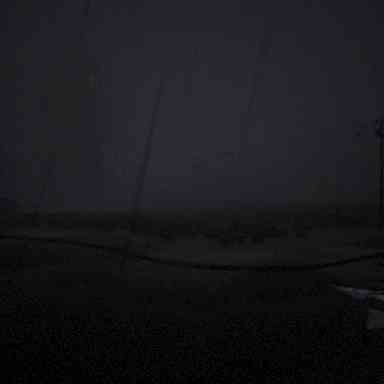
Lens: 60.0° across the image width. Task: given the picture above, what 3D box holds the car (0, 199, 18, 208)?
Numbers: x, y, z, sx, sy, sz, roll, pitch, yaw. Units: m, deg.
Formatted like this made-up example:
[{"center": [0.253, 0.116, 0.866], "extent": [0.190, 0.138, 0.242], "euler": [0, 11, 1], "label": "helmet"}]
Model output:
[{"center": [-19.244, 1.516, 34.135], "extent": [2.242, 1.667, 4.611], "euler": [1, 0, -36], "label": "car"}]

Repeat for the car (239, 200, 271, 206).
[{"center": [9.438, 1.882, 49.793], "extent": [2.033, 1.411, 5.357], "euler": [1, 0, -35], "label": "car"}]
